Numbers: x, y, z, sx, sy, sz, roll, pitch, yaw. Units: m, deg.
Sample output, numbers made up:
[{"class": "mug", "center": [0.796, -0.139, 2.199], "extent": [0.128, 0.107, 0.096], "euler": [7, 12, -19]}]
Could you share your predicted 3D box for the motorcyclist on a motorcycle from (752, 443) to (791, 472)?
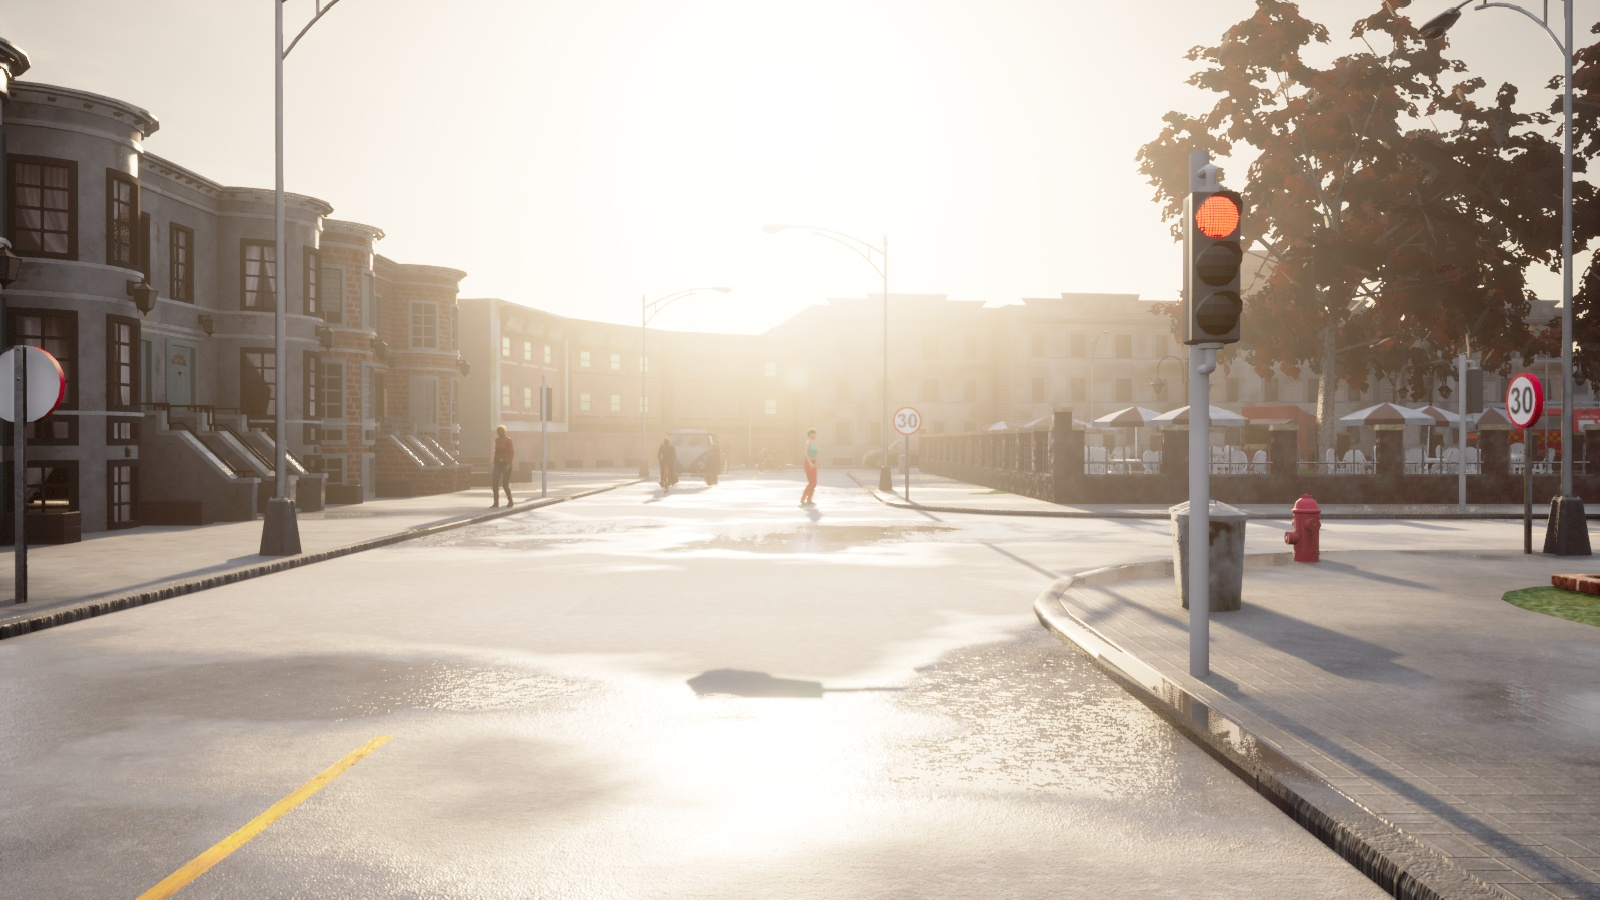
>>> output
[{"class": "motorcyclist on a motorcycle", "center": [-1.520, 0.402, 67.342], "extent": [0.866, 1.530, 2.191], "euler": [0, 0, 40]}]

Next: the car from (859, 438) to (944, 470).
[{"class": "car", "center": [5.727, 0.207, 71.388], "extent": [4.553, 1.767, 2.097], "euler": [0, 0, -4]}]

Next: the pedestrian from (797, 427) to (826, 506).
[{"class": "pedestrian", "center": [0.267, 0.378, 29.494], "extent": [0.594, 1.836, 0.345], "euler": [0, 0, 26]}]

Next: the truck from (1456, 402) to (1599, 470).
[{"class": "truck", "center": [42.364, -0.788, 71.492], "extent": [8.468, 3.827, 2.891], "euler": [0, 0, 0]}]

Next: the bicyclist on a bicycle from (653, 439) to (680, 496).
[{"class": "bicyclist on a bicycle", "center": [-3.871, 0.491, 36.443], "extent": [0.582, 1.620, 1.656], "euler": [0, 1, 0]}]

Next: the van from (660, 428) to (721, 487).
[{"class": "van", "center": [-3.852, 0.245, 44.698], "extent": [1.775, 1.987, 4.442], "euler": [0, 0, 0]}]

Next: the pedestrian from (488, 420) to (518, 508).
[{"class": "pedestrian", "center": [-6.335, 0.300, 26.769], "extent": [0.331, 1.846, 0.636], "euler": [0, 0, 20]}]
